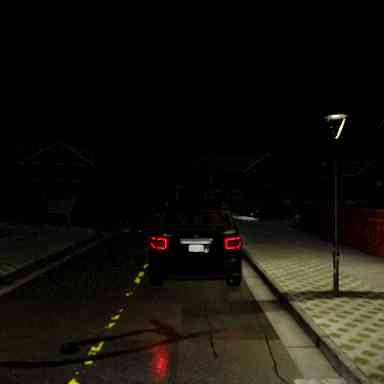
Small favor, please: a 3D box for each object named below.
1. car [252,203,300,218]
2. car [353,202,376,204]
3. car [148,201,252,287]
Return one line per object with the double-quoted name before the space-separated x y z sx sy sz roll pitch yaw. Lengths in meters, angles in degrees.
"car" 8.104 1.738 32.248 5.357 1.411 2.033 1 0 -21
"car" 18.438 1.806 36.054 4.902 1.511 2.128 1 0 -20
"car" 0.074 1.247 9.532 2.150 2.045 5.566 0 0 0
